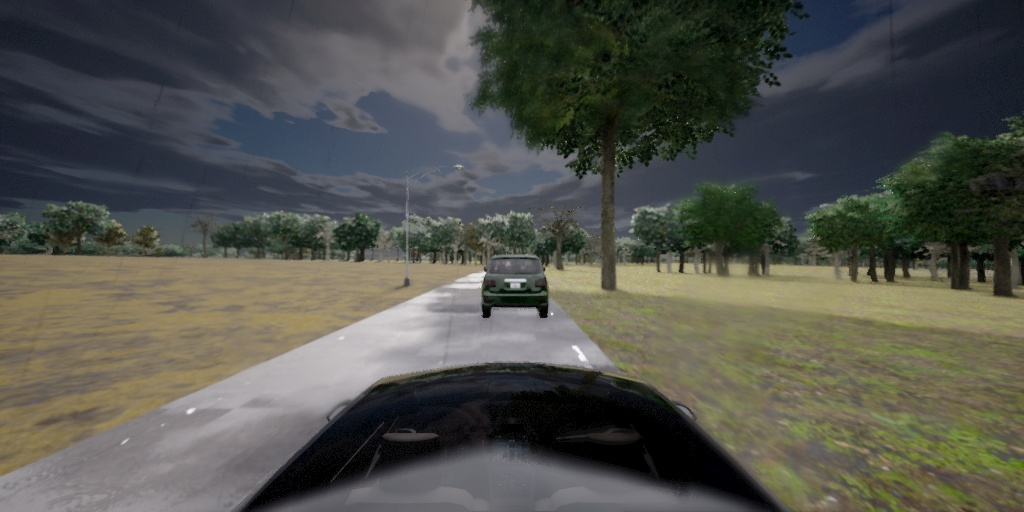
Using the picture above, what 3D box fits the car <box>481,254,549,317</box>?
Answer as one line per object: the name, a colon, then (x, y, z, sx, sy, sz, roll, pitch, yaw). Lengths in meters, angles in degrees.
car: (0.099, 0.968, 13.250, 2.150, 2.045, 5.566, 0, 0, 0)
